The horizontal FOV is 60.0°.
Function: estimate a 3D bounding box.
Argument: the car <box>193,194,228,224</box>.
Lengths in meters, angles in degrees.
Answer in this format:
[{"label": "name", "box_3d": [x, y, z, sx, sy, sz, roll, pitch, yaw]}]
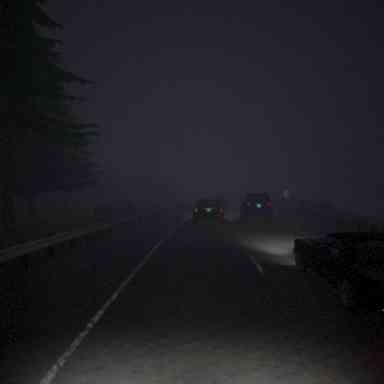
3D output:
[{"label": "car", "box_3d": [1.244, 1.196, 23.459, 2.097, 1.767, 4.553, 0, 0, 5]}]

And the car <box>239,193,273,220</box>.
[{"label": "car", "box_3d": [4.975, 1.052, 26.121, 2.150, 2.045, 5.566, 0, 0, 6]}]

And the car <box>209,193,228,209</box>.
[{"label": "car", "box_3d": [3.339, 1.083, 41.012, 2.097, 1.767, 4.553, 0, 0, 8]}]

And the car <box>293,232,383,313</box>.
[{"label": "car", "box_3d": [3.767, 1.554, 7.464, 1.895, 1.301, 4.718, 0, 0, 2]}]
